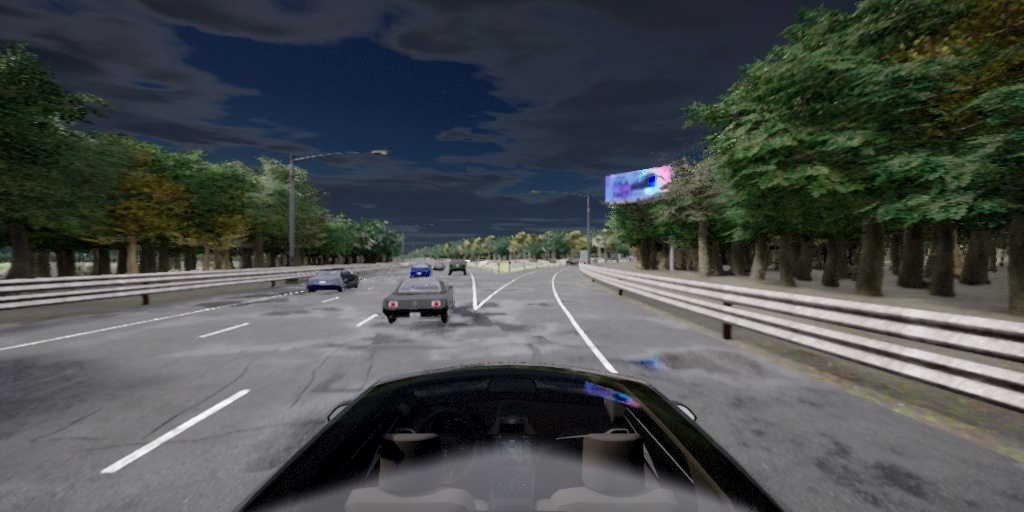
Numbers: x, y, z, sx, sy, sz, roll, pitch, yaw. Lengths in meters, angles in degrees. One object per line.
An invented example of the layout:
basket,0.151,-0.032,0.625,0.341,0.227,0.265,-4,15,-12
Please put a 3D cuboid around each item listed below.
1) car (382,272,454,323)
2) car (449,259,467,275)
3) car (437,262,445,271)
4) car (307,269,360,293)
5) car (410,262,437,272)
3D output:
car,-3.021,1.427,12.519,1.895,1.301,4.718,0,0,-6
car,-6.991,1.352,46.336,2.150,2.045,5.566,0,-1,-8
car,-12.933,1.910,63.411,1.994,1.385,4.181,0,-1,-9
car,-11.051,1.490,22.481,1.994,1.385,4.181,0,0,-6
car,-9.192,1.521,36.797,1.882,1.535,5.008,0,0,-7
